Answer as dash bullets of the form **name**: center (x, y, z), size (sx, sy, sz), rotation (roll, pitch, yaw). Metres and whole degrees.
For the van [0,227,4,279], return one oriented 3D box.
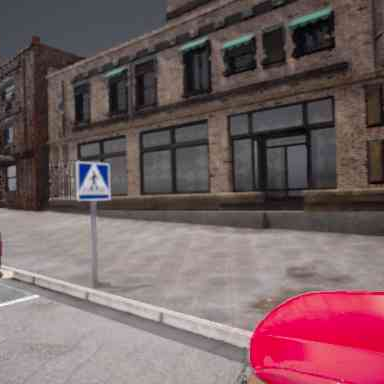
- **van**: center (-6.325, 1.212, 7.805), size (4.442, 1.987, 1.878), rotation (0, 0, 35)
